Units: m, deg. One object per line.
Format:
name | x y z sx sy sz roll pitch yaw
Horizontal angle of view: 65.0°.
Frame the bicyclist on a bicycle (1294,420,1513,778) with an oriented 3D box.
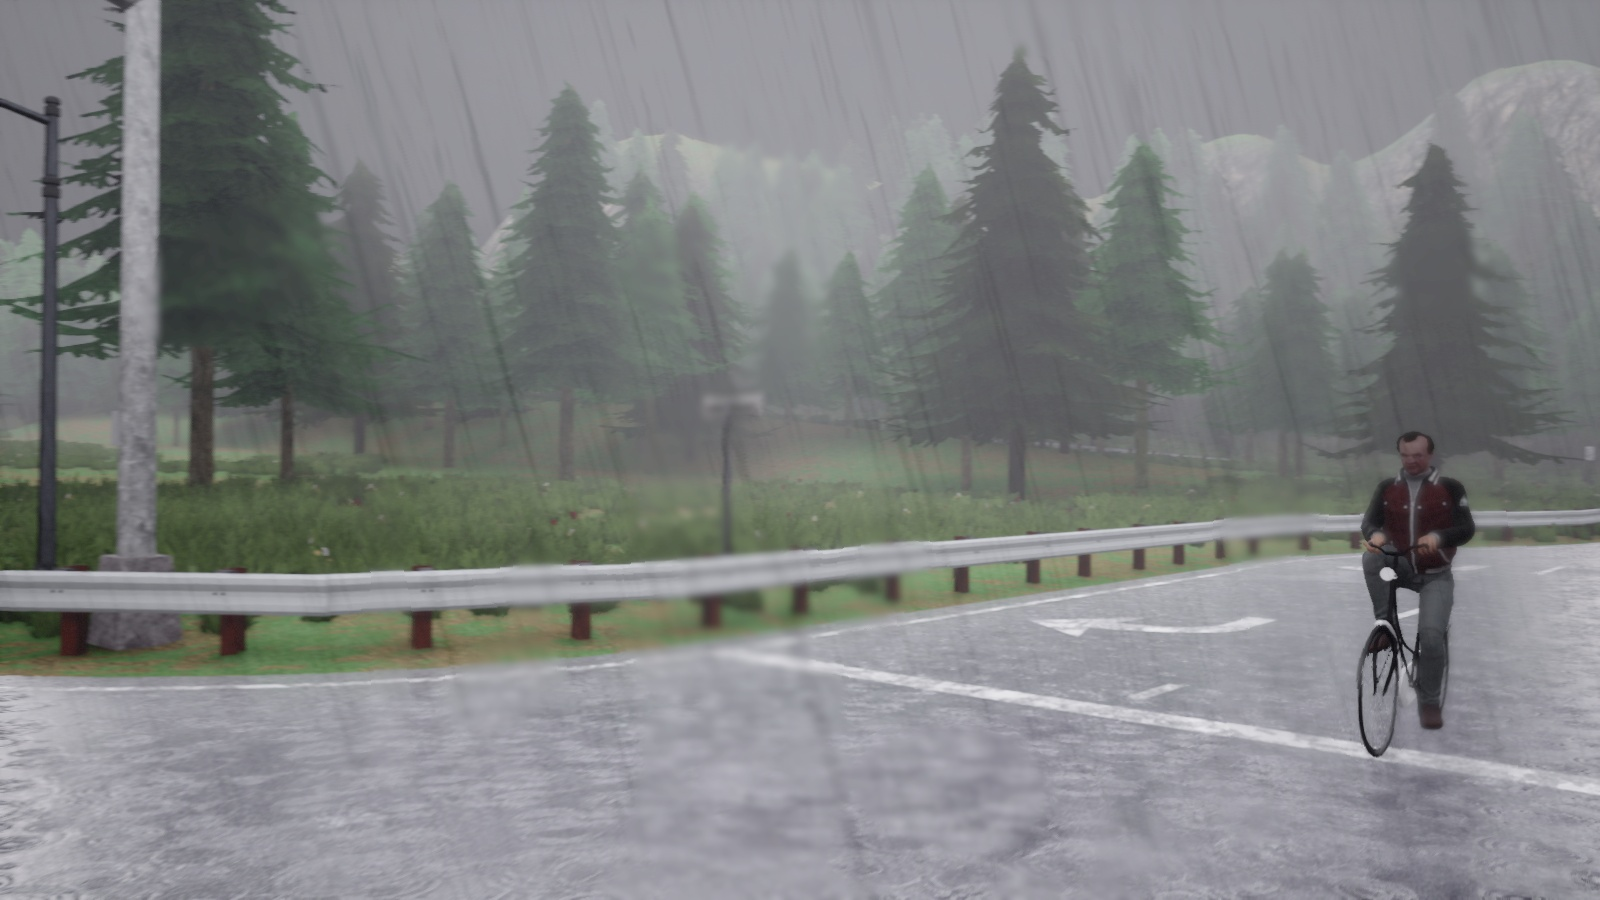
bicyclist on a bicycle | 3.480 0.748 7.153 0.659 1.776 1.843 -1 -1 41
